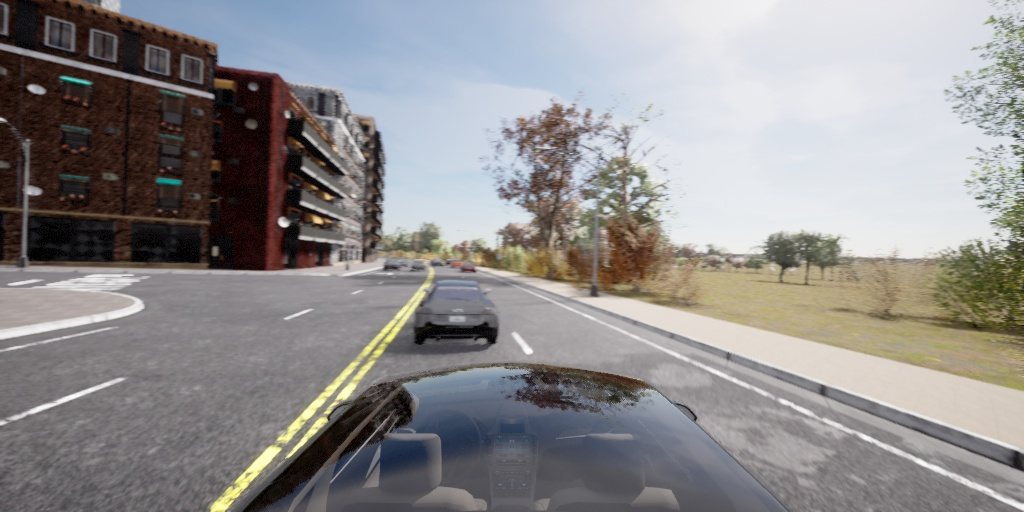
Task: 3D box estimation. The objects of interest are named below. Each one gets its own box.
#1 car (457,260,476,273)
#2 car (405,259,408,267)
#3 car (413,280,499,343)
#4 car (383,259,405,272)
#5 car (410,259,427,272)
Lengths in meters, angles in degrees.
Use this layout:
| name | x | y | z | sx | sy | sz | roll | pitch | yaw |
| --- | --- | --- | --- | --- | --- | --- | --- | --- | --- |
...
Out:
| name | x | y | z | sx | sy | sz | roll | pitch | yaw |
| --- | --- | --- | --- | --- | --- | --- | --- | --- | --- |
| car | -6.299 | 1.589 | 50.935 | 1.994 | 1.385 | 4.181 | 2 | -1 | -13 |
| car | -19.109 | 1.194 | 62.241 | 2.128 | 1.511 | 4.902 | 2 | -1 | -13 |
| car | -1.505 | 1.344 | 9.761 | 1.994 | 1.385 | 4.181 | 2 | -1 | -9 |
| car | -15.336 | 1.148 | 46.002 | 1.882 | 1.535 | 5.008 | 2 | -1 | -12 |
| car | -12.252 | 1.293 | 47.088 | 1.837 | 1.490 | 4.892 | 2 | -1 | -12 |
